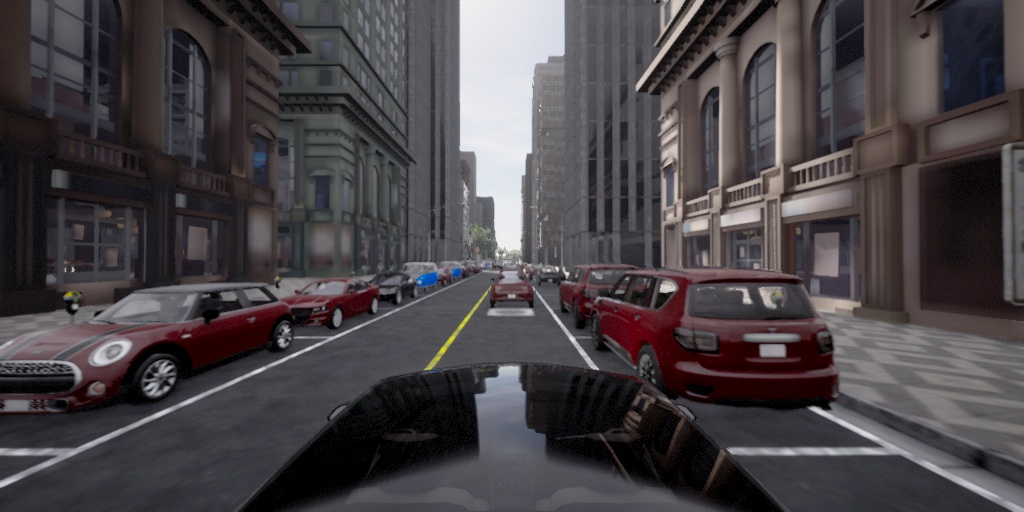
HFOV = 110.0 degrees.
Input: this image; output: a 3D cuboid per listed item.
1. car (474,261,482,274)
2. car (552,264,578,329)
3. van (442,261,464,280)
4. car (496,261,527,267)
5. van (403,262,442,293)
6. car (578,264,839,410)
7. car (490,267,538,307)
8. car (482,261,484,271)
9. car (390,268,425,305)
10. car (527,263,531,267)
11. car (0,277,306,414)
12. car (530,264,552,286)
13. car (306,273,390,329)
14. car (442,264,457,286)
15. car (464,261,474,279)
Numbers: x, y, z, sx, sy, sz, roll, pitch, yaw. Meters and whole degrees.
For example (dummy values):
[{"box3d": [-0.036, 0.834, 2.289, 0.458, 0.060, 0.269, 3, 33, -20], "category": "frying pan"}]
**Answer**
[{"box3d": [-5.787, 1.544, 49.694, 2.192, 1.841, 5.009, 0, 0, 0], "category": "car"}, {"box3d": [2.758, 1.161, 11.620, 2.192, 1.841, 5.009, 0, 0, 0], "category": "car"}, {"box3d": [-5.779, 1.406, 33.371, 1.690, 1.789, 3.998, 0, 0, 0], "category": "van"}, {"box3d": [-0.012, 1.391, 30.934, 2.097, 1.767, 4.553, 0, -1, 0], "category": "car"}, {"box3d": [-5.773, 1.296, 22.489, 1.690, 1.789, 3.998, 0, 0, 0], "category": "van"}, {"box3d": [2.761, 1.107, 6.179, 2.192, 1.841, 5.009, 0, 0, 0], "category": "car"}, {"box3d": [-0.001, 1.418, 16.232, 1.812, 1.442, 4.674, 0, 0, 0], "category": "car"}, {"box3d": [-5.790, 1.727, 55.135, 1.967, 1.591, 4.097, 0, 0, 0], "category": "car"}, {"box3d": [-5.770, 1.467, 17.048, 1.948, 1.339, 4.313, 0, 0, 0], "category": "car"}, {"box3d": [2.744, 1.560, 38.822, 1.967, 1.591, 4.097, 0, 0, 0], "category": "car"}, {"box3d": [-5.765, 1.233, 6.166, 1.967, 1.591, 4.097, 0, 0, 0], "category": "car"}, {"box3d": [2.750, 1.561, 27.941, 2.007, 1.370, 4.403, 0, 0, 0], "category": "car"}, {"box3d": [-5.767, 1.391, 11.607, 1.888, 1.381, 4.507, 0, 0, 0], "category": "car"}, {"box3d": [-5.776, 1.555, 27.930, 1.888, 1.381, 4.507, 0, 0, 0], "category": "car"}, {"box3d": [-5.781, 1.435, 38.812, 2.192, 1.841, 5.009, 0, 0, 0], "category": "car"}]
